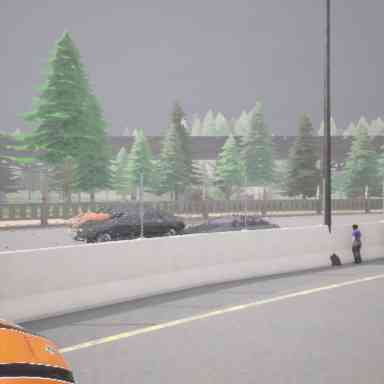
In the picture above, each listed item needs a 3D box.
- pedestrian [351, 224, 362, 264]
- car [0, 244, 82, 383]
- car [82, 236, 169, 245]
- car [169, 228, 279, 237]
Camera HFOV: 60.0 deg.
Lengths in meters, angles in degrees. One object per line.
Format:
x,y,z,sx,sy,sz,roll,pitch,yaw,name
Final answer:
5.154,1.576,10.410,0.375,1.300,0.375,0,0,-29,pedestrian
-2.834,1.351,1.557,4.553,1.767,2.097,0,0,-36,car
-2.625,1.506,14.486,4.892,1.490,1.837,0,0,-31,car
1.518,1.566,12.830,4.181,1.385,1.994,0,0,-29,car
